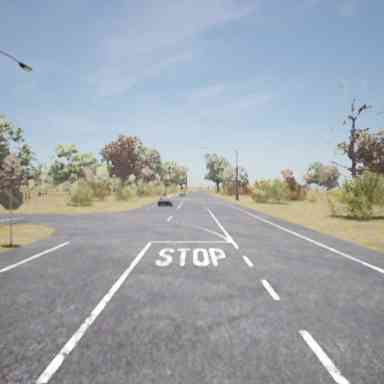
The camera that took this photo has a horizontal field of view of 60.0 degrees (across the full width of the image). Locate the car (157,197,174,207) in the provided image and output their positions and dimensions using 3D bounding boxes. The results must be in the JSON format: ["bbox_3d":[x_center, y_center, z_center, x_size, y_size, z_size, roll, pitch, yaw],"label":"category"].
[{"bbox_3d":[-3.428,1.268,43.272,1.895,1.301,4.718,0,0,0],"label":"car"}]

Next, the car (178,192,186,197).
[{"bbox_3d":[-2.733,0.764,93.642,1.994,1.385,4.181,0,1,5],"label":"car"}]
